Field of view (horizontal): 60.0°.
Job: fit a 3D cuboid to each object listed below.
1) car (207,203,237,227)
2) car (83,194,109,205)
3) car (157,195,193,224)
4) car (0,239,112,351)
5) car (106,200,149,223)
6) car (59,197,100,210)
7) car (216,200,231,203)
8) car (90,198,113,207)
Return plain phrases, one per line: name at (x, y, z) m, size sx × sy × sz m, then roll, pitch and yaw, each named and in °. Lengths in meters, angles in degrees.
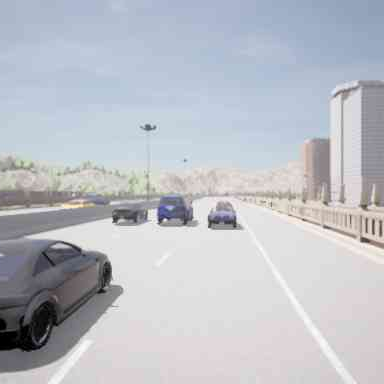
car at (2.106, 1.663, 23.100) m, size 1.895 × 1.301 × 4.718 m, roll 0°, pitch 0°, yaw 6°
car at (-13.435, 1.305, 44.517) m, size 2.150 × 2.045 × 5.566 m, roll 0°, pitch -1°, yaw 6°
car at (-1.198, 1.277, 25.203) m, size 2.150 × 2.045 × 5.566 m, roll 0°, pitch 0°, yaw 6°
car at (-2.977, 1.558, 6.231) m, size 1.994 × 1.385 × 4.181 m, roll 0°, pitch 0°, yaw 4°
car at (-4.669, 1.547, 25.641) m, size 1.837 × 1.490 × 4.892 m, roll 0°, pitch 0°, yaw 6°
car at (-11.181, 1.516, 32.575) m, size 1.882 × 1.535 × 5.008 m, roll 0°, pitch 0°, yaw 6°
car at (3.848, 1.704, 40.287) m, size 1.994 × 1.385 × 4.181 m, roll 0°, pitch 0°, yaw 6°
car at (-15.602, 1.732, 57.623) m, size 2.033 × 1.411 × 5.357 m, roll 0°, pitch 0°, yaw 6°
